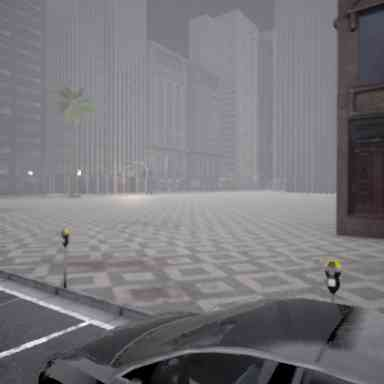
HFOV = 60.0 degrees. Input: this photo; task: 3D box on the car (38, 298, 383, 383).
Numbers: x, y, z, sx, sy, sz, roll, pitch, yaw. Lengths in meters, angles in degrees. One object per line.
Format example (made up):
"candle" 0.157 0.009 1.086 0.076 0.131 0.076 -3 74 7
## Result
"car" 0.633 1.560 2.514 4.313 1.339 1.947 0 0 36
